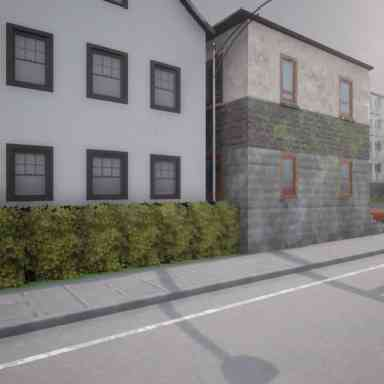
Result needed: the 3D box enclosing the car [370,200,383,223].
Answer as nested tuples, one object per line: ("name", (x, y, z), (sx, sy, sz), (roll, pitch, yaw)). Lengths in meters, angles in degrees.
("car", (14.690, 1.528, 24.303), (2.097, 1.767, 4.553), (0, 0, -39))
